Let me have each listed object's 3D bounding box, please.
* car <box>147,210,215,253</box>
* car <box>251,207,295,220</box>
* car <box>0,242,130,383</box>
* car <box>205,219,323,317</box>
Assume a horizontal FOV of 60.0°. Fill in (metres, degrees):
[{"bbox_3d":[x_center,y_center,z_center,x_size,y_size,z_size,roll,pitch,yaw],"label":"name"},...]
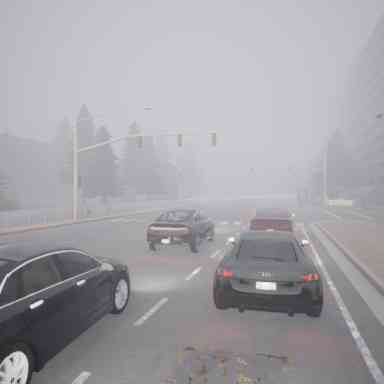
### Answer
[{"bbox_3d":[-0.296,1.489,13.836,2.128,1.511,4.902,0,0,15],"label":"car"},{"bbox_3d":[3.968,1.475,16.263,1.882,1.535,5.008,0,0,17],"label":"car"},{"bbox_3d":[-2.449,1.504,4.864,1.837,1.490,4.892,0,0,10],"label":"car"},{"bbox_3d":[1.718,1.563,7.599,1.994,1.385,4.181,0,0,13],"label":"car"}]
